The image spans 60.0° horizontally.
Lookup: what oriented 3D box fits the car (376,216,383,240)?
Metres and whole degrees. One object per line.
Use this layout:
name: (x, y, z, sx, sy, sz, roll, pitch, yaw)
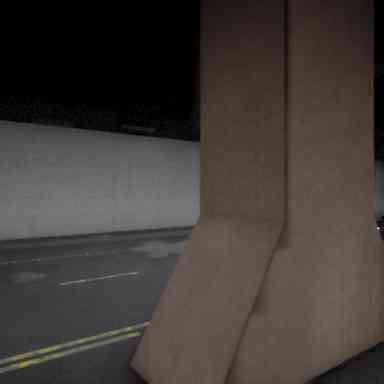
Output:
car: (10.425, 1.509, 15.731, 4.892, 1.490, 1.837, 0, 0, -35)
